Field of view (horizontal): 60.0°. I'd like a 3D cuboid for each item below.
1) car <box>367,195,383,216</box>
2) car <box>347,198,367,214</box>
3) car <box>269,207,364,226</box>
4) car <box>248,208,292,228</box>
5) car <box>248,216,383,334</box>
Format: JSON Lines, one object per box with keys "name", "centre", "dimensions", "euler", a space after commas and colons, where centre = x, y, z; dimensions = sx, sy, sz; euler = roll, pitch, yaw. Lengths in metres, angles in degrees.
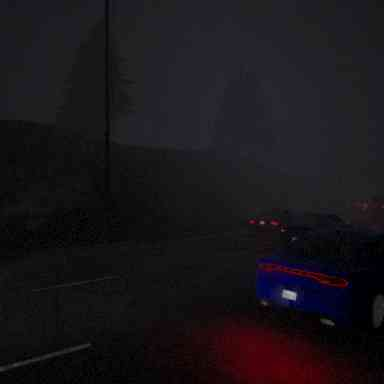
{"name": "car", "centre": [16.861, 1.277, 28.536], "dimensions": [2.150, 2.045, 5.566], "euler": [0, 0, 36]}
{"name": "car", "centre": [18.710, 1.432, 37.036], "dimensions": [2.097, 1.767, 4.553], "euler": [0, 0, 36]}
{"name": "car", "centre": [5.289, 1.560, 13.701], "dimensions": [1.812, 1.442, 4.674], "euler": [0, 0, 43]}
{"name": "car", "centre": [5.112, 1.599, 18.631], "dimensions": [2.033, 1.411, 5.357], "euler": [0, 0, 39]}
{"name": "car", "centre": [3.426, 1.494, 6.932], "dimensions": [5.008, 1.535, 1.882], "euler": [0, 0, -41]}
